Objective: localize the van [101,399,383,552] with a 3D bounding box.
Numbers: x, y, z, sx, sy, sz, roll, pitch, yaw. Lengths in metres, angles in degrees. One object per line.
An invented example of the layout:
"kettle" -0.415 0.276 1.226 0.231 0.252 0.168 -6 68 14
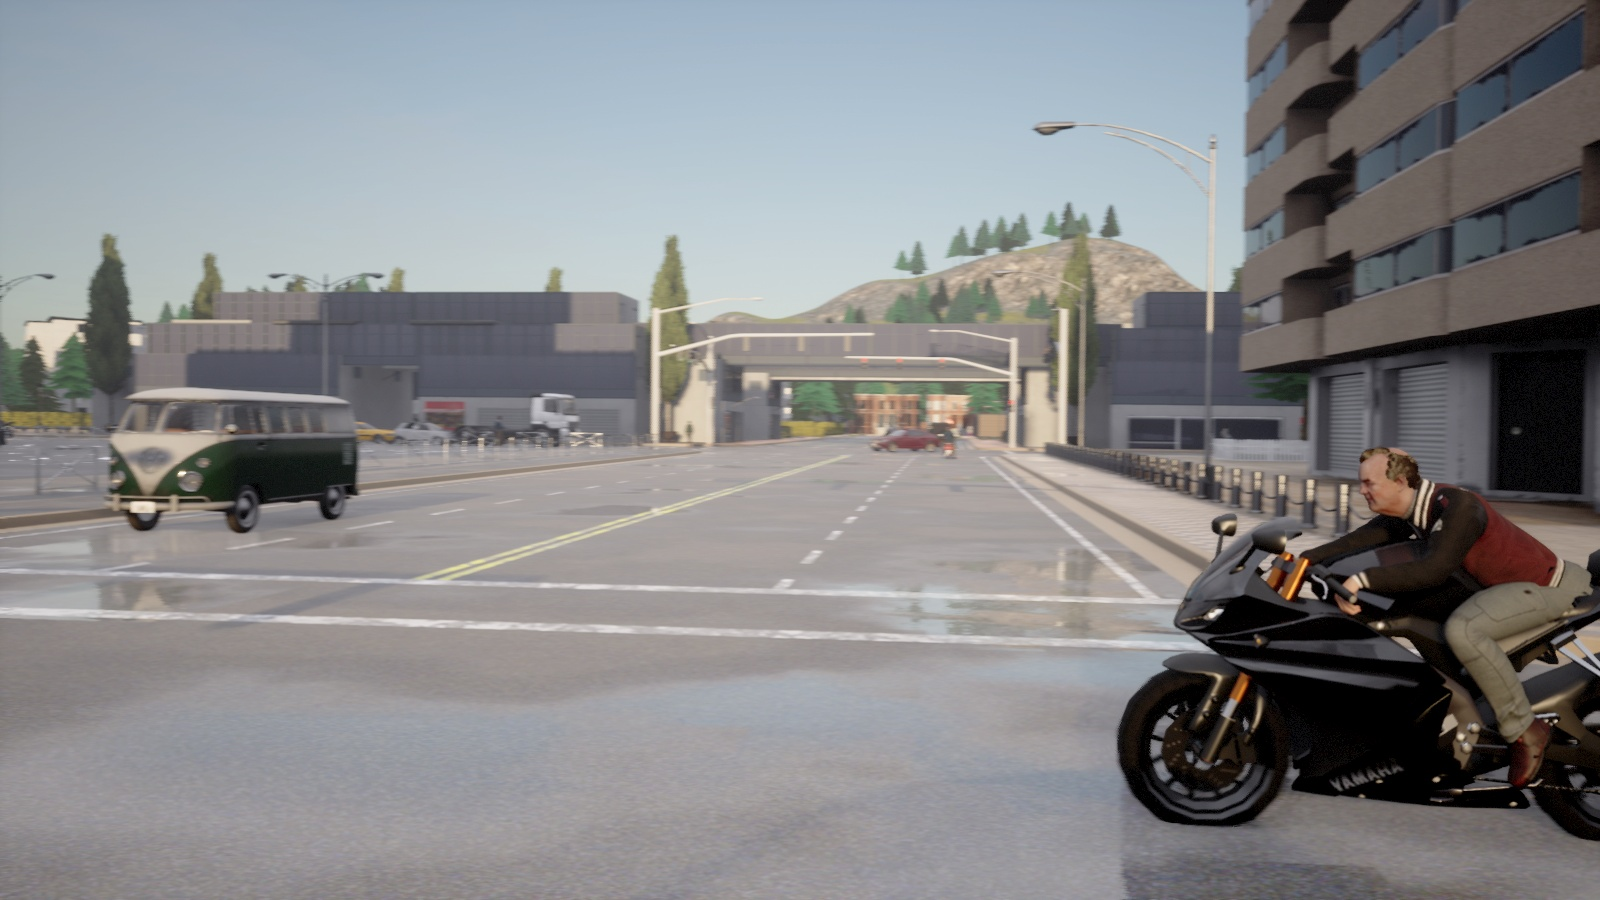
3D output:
"van" -8.055 0.291 18.659 1.775 1.987 4.442 0 1 7

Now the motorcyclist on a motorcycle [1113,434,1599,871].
"motorcyclist on a motorcycle" 2.405 0.715 4.899 2.191 1.530 0.866 0 1 6

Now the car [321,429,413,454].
"car" -27.953 -0.557 81.164 5.366 1.575 1.801 0 1 9

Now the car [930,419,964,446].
"car" 10.563 -1.260 90.495 1.905 1.878 3.866 -1 1 -1

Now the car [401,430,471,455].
"car" -22.239 -0.452 76.768 3.633 1.501 1.845 0 1 9

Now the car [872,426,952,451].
"car" 6.839 -0.718 76.469 4.674 1.442 1.812 -1 1 -31

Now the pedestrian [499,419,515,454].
"pedestrian" -16.580 -0.751 71.088 0.788 1.949 0.423 0 1 7

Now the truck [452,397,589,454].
"truck" -17.665 -1.548 79.609 7.936 3.462 2.891 0 1 8
